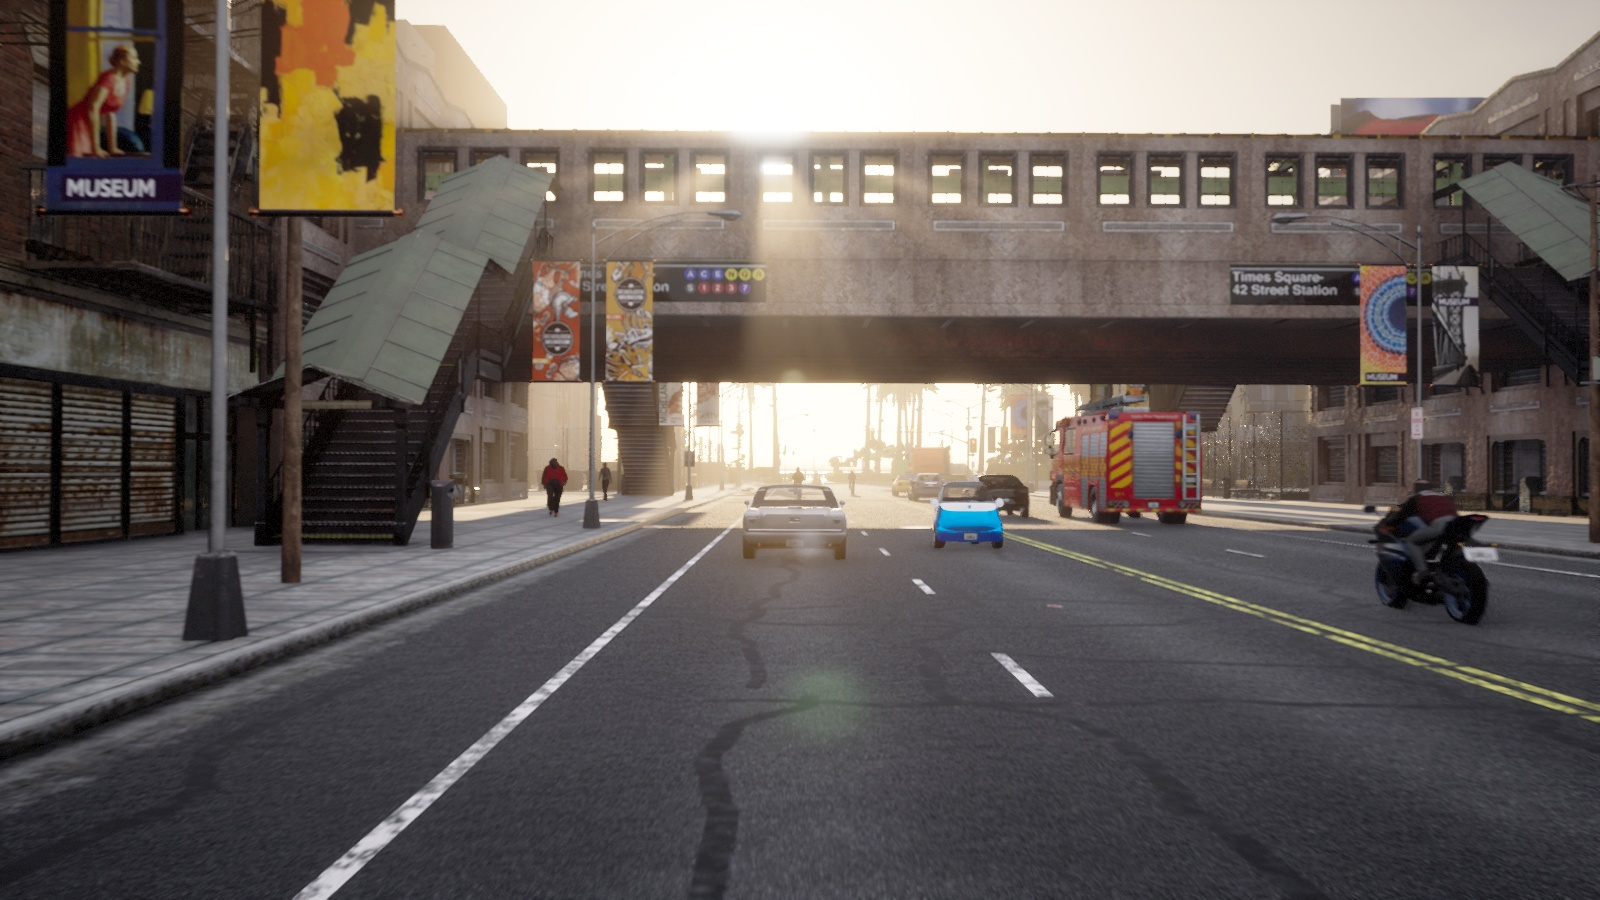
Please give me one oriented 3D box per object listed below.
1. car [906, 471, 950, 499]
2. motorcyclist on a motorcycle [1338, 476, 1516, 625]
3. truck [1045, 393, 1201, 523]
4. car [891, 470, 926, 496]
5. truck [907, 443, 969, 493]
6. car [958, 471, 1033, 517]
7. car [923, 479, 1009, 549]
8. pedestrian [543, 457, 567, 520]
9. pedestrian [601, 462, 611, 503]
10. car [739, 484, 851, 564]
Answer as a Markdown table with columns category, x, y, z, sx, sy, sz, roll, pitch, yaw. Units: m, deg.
| category | x | y | z | sx | sy | sz | roll | pitch | yaw |
| --- | --- | --- | --- | --- | --- | --- | --- | --- | --- |
| car | 6.896 | 1.890 | 68.128 | 1.970 | 1.475 | 3.806 | 0 | -1 | 0 |
| motorcyclist on a motorcycle | 6.950 | 1.057 | 14.068 | 0.866 | 1.530 | 2.191 | 0 | -1 | -1 |
| truck | 10.346 | 0.297 | 41.243 | 2.891 | 3.827 | 8.468 | 0 | -1 | 0 |
| car | 6.828 | 2.051 | 79.289 | 1.801 | 1.575 | 5.366 | 0 | -1 | 1 |
| truck | 9.815 | 1.300 | 90.222 | 2.891 | 3.462 | 7.936 | 0 | -1 | -6 |
| car | 6.852 | 1.508 | 44.472 | 1.882 | 1.535 | 5.008 | 0 | -1 | 0 |
| car | 3.403 | 1.291 | 26.058 | 1.481 | 1.376 | 2.207 | 0 | -1 | 0 |
| pedestrian | -7.290 | 1.124 | 37.327 | 0.634 | 1.844 | 0.899 | 0 | -1 | -7 |
| pedestrian | -8.697 | 1.446 | 56.270 | 0.331 | 1.846 | 0.634 | 0 | -1 | 2 |
| car | -0.088 | 1.310 | 23.618 | 1.895 | 1.301 | 4.718 | 0 | -1 | 0 |
